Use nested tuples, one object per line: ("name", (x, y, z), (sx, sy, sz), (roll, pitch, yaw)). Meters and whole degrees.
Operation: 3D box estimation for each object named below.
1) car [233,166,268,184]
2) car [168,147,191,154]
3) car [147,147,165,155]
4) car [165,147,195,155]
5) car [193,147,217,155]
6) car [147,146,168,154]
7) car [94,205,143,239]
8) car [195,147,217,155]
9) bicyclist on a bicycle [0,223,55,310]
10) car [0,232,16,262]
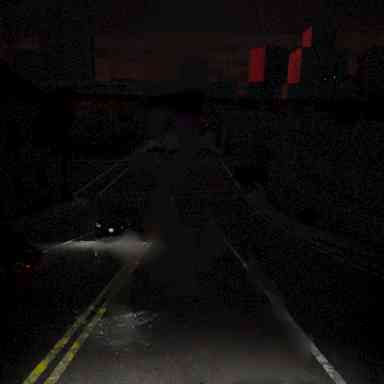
("car", (8.063, -2.256, 42.675), (5.566, 2.045, 2.150), (-2, 13, -11))
("car", (-2.520, -8.721, 69.722), (4.536, 1.218, 1.853), (-9, 16, -36))
("car", (-7.172, -8.637, 69.702), (4.974, 1.542, 2.038), (13, 18, 42))
("car", (-2.565, -8.562, 69.728), (4.974, 1.542, 2.038), (-9, 16, -36))
("car", (2.759, -8.811, 70.503), (4.536, 1.218, 1.853), (8, 15, 28))
("car", (-7.207, -8.799, 69.700), (4.536, 1.218, 1.853), (13, 18, 42))
("car", (-3.719, 1.499, 17.628), (1.837, 1.490, 4.892), (1, 0, -1))
("car", (2.802, -8.651, 70.515), (4.974, 1.542, 2.038), (8, 15, 28))
("bicyclist on a bicycle", (-3.357, 1.409, 6.275), (1.656, 1.620, 0.582), (0, 0, 8))
("car", (-5.545, 1.297, 6.574), (1.767, 2.097, 4.553), (-42, 6, -3))
